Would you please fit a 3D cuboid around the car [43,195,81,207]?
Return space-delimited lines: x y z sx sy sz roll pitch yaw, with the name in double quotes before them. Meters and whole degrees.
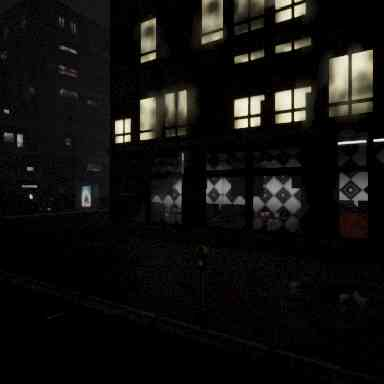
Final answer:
"car" -16.722 1.074 42.944 1.802 1.307 4.206 1 2 35

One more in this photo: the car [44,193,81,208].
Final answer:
"car" -15.654 0.883 39.974 2.097 1.767 4.553 0 1 35

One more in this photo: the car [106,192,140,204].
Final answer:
"car" -9.913 0.847 48.185 1.837 1.490 4.892 0 1 35

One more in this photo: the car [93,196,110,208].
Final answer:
"car" -9.815 1.072 38.199 1.947 1.339 4.313 1 2 35

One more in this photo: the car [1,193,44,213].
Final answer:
"car" -16.164 1.029 29.096 2.192 1.841 5.009 1 2 35
